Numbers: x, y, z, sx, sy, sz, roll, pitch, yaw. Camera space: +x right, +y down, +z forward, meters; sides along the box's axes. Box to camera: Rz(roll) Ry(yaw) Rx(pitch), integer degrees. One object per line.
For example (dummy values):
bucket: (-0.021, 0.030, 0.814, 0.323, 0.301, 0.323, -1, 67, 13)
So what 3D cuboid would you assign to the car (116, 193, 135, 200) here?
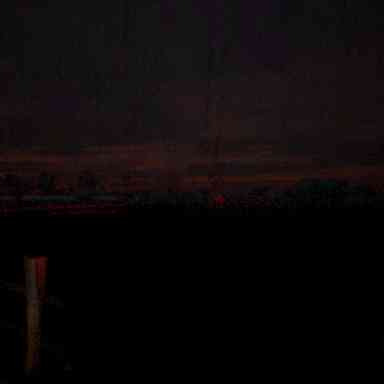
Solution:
car: (-14.000, 1.121, 70.575, 2.150, 2.045, 5.566, 0, -1, 18)

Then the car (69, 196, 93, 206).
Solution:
car: (-18.574, 1.440, 55.778, 2.097, 1.767, 4.553, 0, -1, 17)
